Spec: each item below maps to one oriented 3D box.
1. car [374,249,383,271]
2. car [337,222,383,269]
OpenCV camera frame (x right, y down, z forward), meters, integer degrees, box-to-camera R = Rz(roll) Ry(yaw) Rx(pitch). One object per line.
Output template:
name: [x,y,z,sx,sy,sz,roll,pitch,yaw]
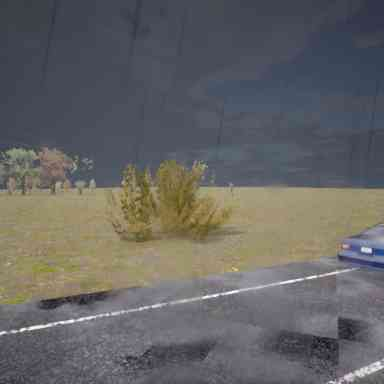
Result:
car: [4.955,1.526,4.756,4.674,1.442,1.812,0,0,-28]
car: [6.651,1.549,9.943,5.357,1.411,2.033,0,0,-32]
